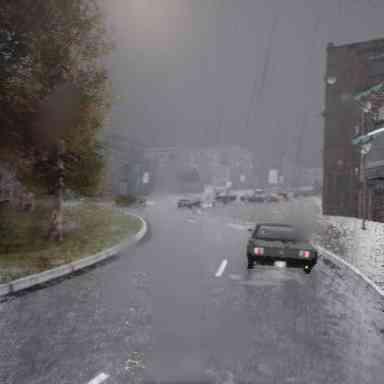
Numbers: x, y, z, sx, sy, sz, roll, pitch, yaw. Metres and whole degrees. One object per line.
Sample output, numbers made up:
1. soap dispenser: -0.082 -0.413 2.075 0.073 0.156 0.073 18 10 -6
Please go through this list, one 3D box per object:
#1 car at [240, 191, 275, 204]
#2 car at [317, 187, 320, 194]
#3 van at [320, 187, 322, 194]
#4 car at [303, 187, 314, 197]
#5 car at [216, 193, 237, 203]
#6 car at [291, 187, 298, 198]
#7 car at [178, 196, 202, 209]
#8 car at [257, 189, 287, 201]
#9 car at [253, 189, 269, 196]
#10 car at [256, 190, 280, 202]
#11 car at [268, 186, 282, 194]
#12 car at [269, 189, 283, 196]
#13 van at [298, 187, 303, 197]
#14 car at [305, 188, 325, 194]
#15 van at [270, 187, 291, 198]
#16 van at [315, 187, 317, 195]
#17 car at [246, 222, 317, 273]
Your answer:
1. car: 9.822 1.002 51.317 4.892 1.521 2.231 1 2 12
2. car: 27.456 -0.140 79.770 4.553 1.767 2.185 1 2 12
3. van: 28.977 -0.334 82.361 4.442 1.987 1.878 1 3 12
4. car: 22.701 0.012 71.991 5.566 2.045 2.435 1 2 12
5. car: 5.649 0.891 53.803 1.882 1.535 5.008 1 3 31
6. car: 16.223 0.380 61.646 5.566 2.045 2.435 1 3 12
7. car: -0.228 1.298 42.426 2.128 1.511 4.902 2 2 21
8. car: 12.856 0.809 56.520 5.366 1.575 1.946 1 3 12
9. car: 15.910 0.054 76.766 1.882 1.535 5.008 1 3 32
10. car: 11.434 0.949 53.897 4.674 1.452 2.002 1 3 12
11. car: 21.423 -0.543 85.639 2.097 1.767 4.553 1 3 32
12. car: 19.112 0.175 75.766 1.994 1.385 4.181 1 3 32
13. van: 19.346 0.219 66.840 4.442 1.987 1.878 1 3 12
14. car: 32.332 -0.260 87.528 4.792 1.488 2.163 1 2 12
15. van: 14.762 0.501 59.039 4.442 1.987 1.878 1 2 12
16. van: 25.997 -0.145 77.149 4.442 1.987 1.878 1 2 12
17. car: 2.801 1.673 11.181 1.895 1.301 4.718 3 0 10
